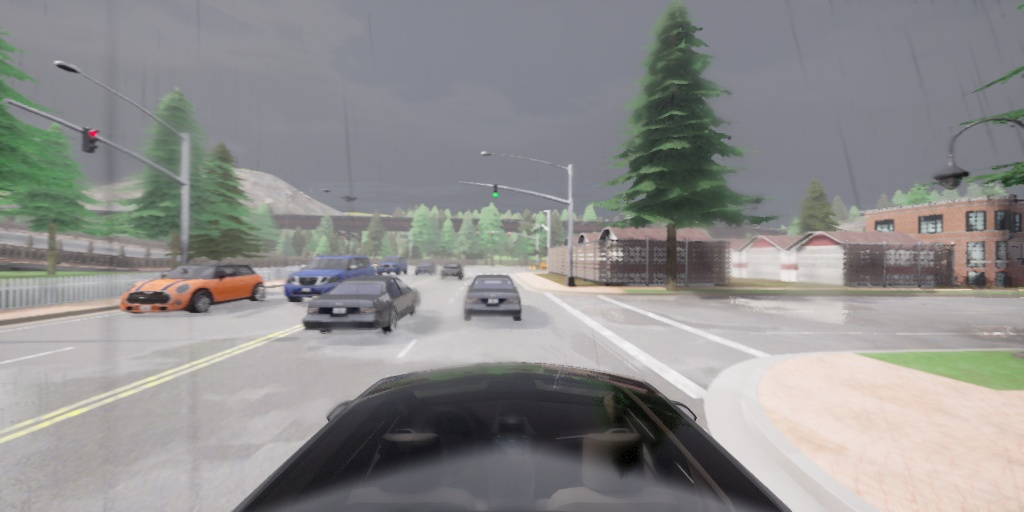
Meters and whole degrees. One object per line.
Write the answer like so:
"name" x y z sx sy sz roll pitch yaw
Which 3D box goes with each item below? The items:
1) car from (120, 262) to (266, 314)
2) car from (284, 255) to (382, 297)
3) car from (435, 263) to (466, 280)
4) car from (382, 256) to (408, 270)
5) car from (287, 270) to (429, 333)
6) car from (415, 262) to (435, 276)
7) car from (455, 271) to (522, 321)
"car" -11.439 1.043 13.314 2.097 1.767 4.553 1 0 -3
"car" -8.133 0.965 16.660 2.150 2.045 5.566 1 0 -3
"car" -5.422 1.350 33.171 2.128 1.511 4.902 1 0 -3
"car" -12.890 1.036 39.040 2.150 2.045 5.566 1 -1 -3
"car" -4.069 1.302 10.655 2.033 1.411 5.357 1 0 -3
"car" -9.434 1.399 39.887 2.033 1.411 5.357 1 0 -3
"car" -0.688 1.348 12.746 2.033 1.411 5.357 1 0 -3
